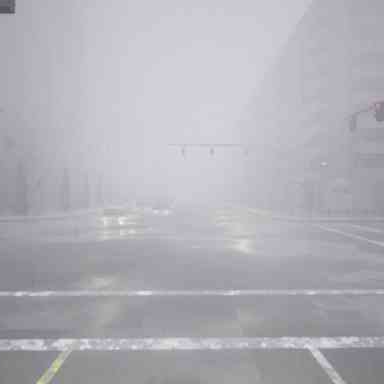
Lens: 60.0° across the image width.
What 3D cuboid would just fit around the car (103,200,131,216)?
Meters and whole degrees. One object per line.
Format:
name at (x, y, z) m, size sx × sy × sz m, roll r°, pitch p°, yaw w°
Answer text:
car at (-7.176, 1.541, 32.218) m, size 1.812 × 1.442 × 4.674 m, roll 0°, pitch 0°, yaw 0°

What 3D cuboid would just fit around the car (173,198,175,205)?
car at (-3.851, 1.561, 57.596) m, size 2.033 × 1.411 × 5.357 m, roll 0°, pitch 0°, yaw 0°

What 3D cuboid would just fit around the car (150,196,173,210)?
car at (-3.791, 1.574, 41.981) m, size 1.994 × 1.385 × 4.181 m, roll 0°, pitch 0°, yaw 0°

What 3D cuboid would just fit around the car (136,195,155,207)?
car at (-7.328, 1.489, 50.736) m, size 1.882 × 1.535 × 5.008 m, roll 0°, pitch 0°, yaw 0°
